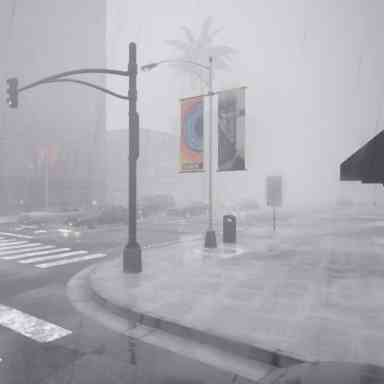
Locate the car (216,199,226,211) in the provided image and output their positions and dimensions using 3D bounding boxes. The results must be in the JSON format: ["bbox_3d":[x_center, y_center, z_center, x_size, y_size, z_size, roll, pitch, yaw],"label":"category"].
[{"bbox_3d":[2.203,1.528,39.332,1.882,1.535,5.008,0,0,35],"label":"car"}]

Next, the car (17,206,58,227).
[{"bbox_3d":[-9.356,1.615,22.989,1.895,1.301,4.718,0,0,35],"label":"car"}]

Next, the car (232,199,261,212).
[{"bbox_3d":[6.590,1.553,39.914,2.128,1.511,4.902,0,0,35],"label":"car"}]

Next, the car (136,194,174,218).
[{"bbox_3d":[-3.720,1.252,30.962,2.150,2.045,5.566,0,0,35],"label":"car"}]

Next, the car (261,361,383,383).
[{"bbox_3d":[2.173,1.551,1.296,4.403,1.369,2.008,0,0,36],"label":"car"}]

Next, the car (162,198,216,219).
[{"bbox_3d":[-0.170,1.515,30.353,1.882,1.535,5.008,0,0,35],"label":"car"}]

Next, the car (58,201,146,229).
[{"bbox_3d":[-5.836,1.568,22.328,2.033,1.411,5.357,0,0,35],"label":"car"}]

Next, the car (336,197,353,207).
[{"bbox_3d":[24.756,1.619,54.043,2.128,1.511,4.902,0,0,35],"label":"car"}]
